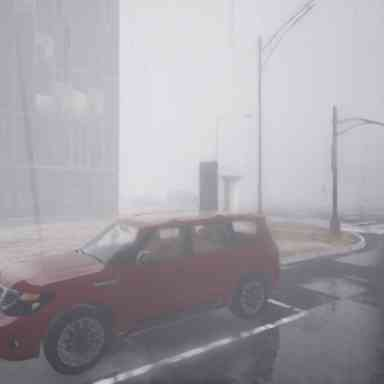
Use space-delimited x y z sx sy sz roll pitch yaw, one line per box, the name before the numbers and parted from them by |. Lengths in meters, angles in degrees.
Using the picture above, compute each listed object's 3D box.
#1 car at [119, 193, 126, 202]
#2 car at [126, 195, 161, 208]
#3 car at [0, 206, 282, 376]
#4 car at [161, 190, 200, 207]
car | -12.226 0.895 54.700 1.837 1.490 4.892 0 1 -37
car | -5.571 1.074 40.099 2.033 1.411 5.357 0 1 -36
car | -0.587 1.310 5.759 5.009 1.841 2.192 0 0 -35
car | -1.001 0.789 39.387 2.150 2.045 5.566 0 1 -37
